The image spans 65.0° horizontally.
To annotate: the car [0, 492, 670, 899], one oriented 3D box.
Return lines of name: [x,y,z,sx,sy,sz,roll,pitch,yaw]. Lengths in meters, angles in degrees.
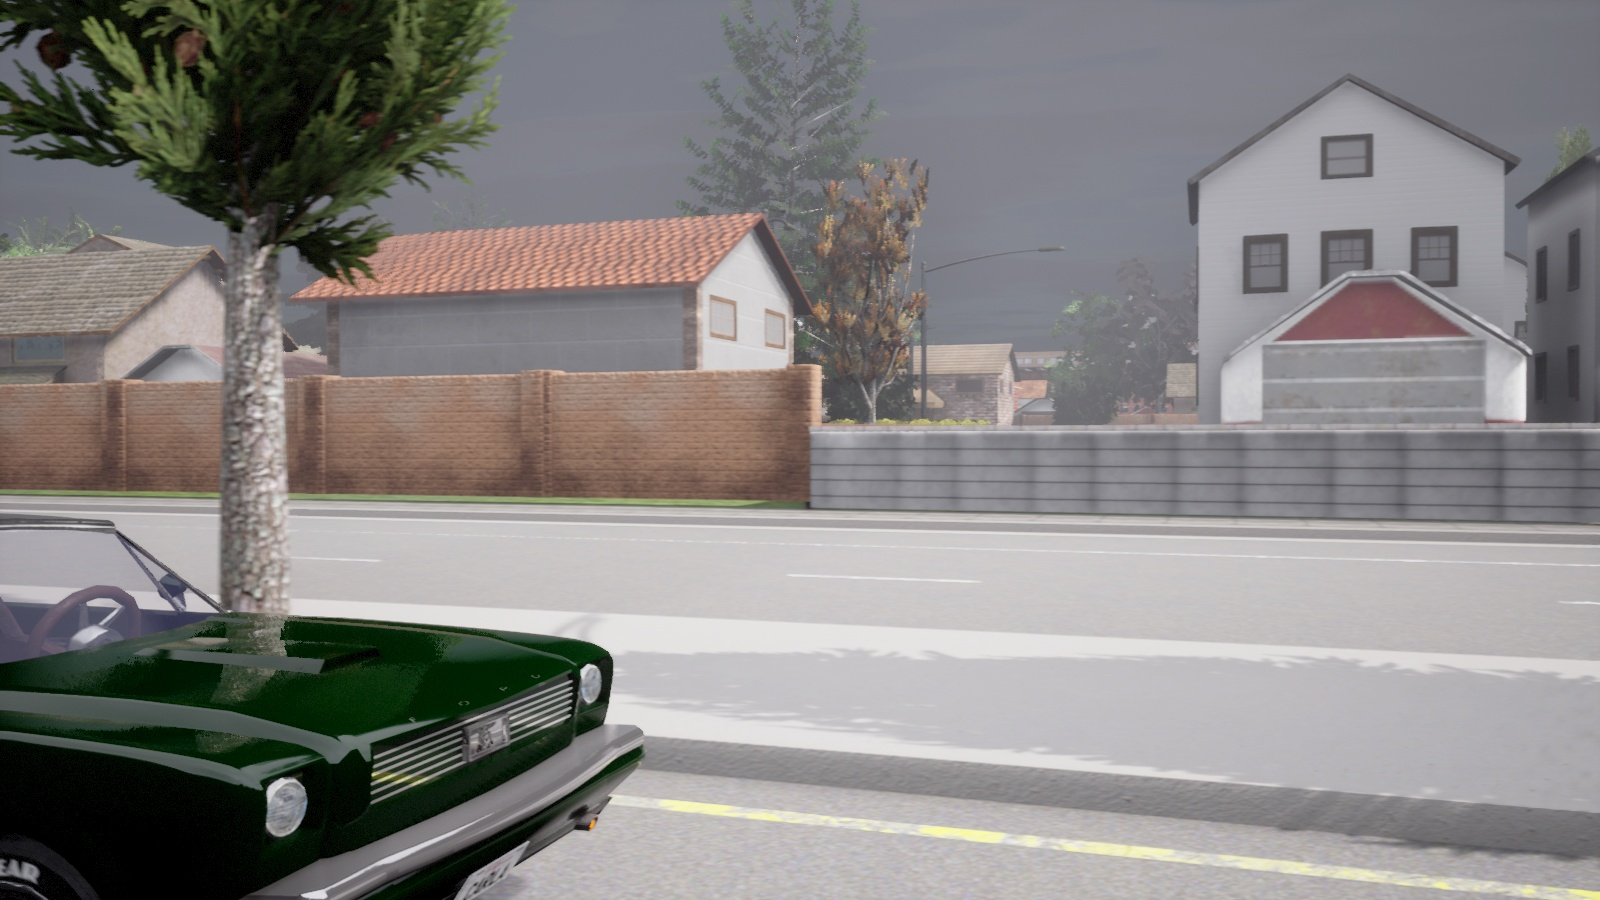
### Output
car: [-2.987,0.849,4.197,4.718,1.301,1.895,1,1,19]
